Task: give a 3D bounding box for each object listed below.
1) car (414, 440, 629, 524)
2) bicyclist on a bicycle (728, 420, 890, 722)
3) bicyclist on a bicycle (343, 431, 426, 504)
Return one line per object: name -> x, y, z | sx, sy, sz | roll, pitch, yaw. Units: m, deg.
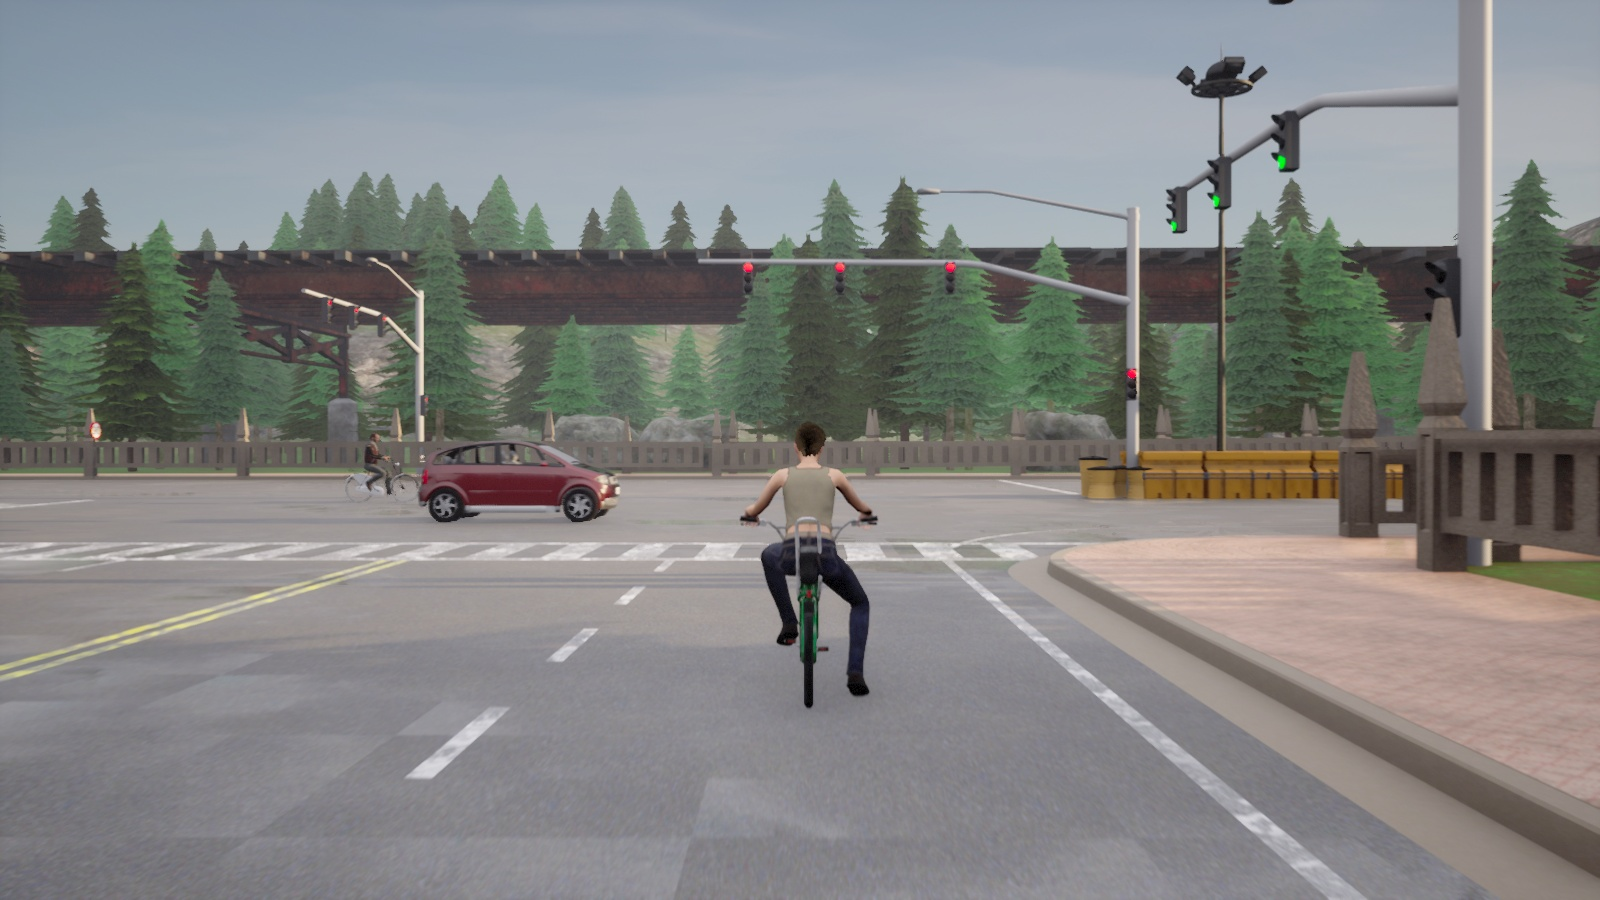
car -> -5.259, 0.585, 24.070 | 3.705, 1.549, 1.789 | 0, 0, 1
bicyclist on a bicycle -> 0.052, 0.641, 7.459 | 0.866, 1.612, 1.509 | 0, 0, 0
bicyclist on a bicycle -> -10.289, 0.433, 31.122 | 1.843, 1.776, 0.659 | 0, 0, 1
